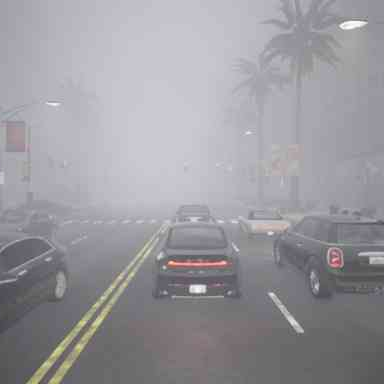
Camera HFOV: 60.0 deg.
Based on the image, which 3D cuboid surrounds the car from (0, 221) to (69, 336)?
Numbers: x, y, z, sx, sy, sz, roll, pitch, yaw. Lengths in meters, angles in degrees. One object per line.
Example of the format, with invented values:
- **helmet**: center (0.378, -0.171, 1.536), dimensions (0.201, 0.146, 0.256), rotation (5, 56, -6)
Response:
- **car**: center (-3.592, 1.503, 5.421), dimensions (1.837, 1.490, 4.892), rotation (0, 0, 0)

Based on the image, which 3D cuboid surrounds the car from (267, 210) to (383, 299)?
- **car**: center (3.593, 1.350, 8.580), dimensions (2.097, 1.767, 4.553), rotation (0, 0, 0)

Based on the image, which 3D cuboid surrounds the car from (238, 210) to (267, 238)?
- **car**: center (3.587, 1.597, 17.399), dimensions (1.895, 1.301, 4.718), rotation (0, 0, 0)

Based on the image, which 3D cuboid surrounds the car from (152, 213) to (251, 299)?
- **car**: center (0.095, 1.503, 8.432), dimensions (1.837, 1.490, 4.892), rotation (0, 0, 0)

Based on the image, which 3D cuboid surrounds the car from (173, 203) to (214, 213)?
- **car**: center (0.086, 1.348, 17.542), dimensions (2.097, 1.767, 4.553), rotation (0, 0, 0)

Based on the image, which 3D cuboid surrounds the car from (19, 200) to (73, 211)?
- **car**: center (-15.386, 1.540, 34.966), dimensions (5.357, 1.411, 2.033), rotation (0, 0, 6)

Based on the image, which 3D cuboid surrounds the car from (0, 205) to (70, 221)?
- **car**: center (-7.055, 1.488, 13.540), dimensions (2.128, 1.511, 4.902), rotation (0, 0, 1)
